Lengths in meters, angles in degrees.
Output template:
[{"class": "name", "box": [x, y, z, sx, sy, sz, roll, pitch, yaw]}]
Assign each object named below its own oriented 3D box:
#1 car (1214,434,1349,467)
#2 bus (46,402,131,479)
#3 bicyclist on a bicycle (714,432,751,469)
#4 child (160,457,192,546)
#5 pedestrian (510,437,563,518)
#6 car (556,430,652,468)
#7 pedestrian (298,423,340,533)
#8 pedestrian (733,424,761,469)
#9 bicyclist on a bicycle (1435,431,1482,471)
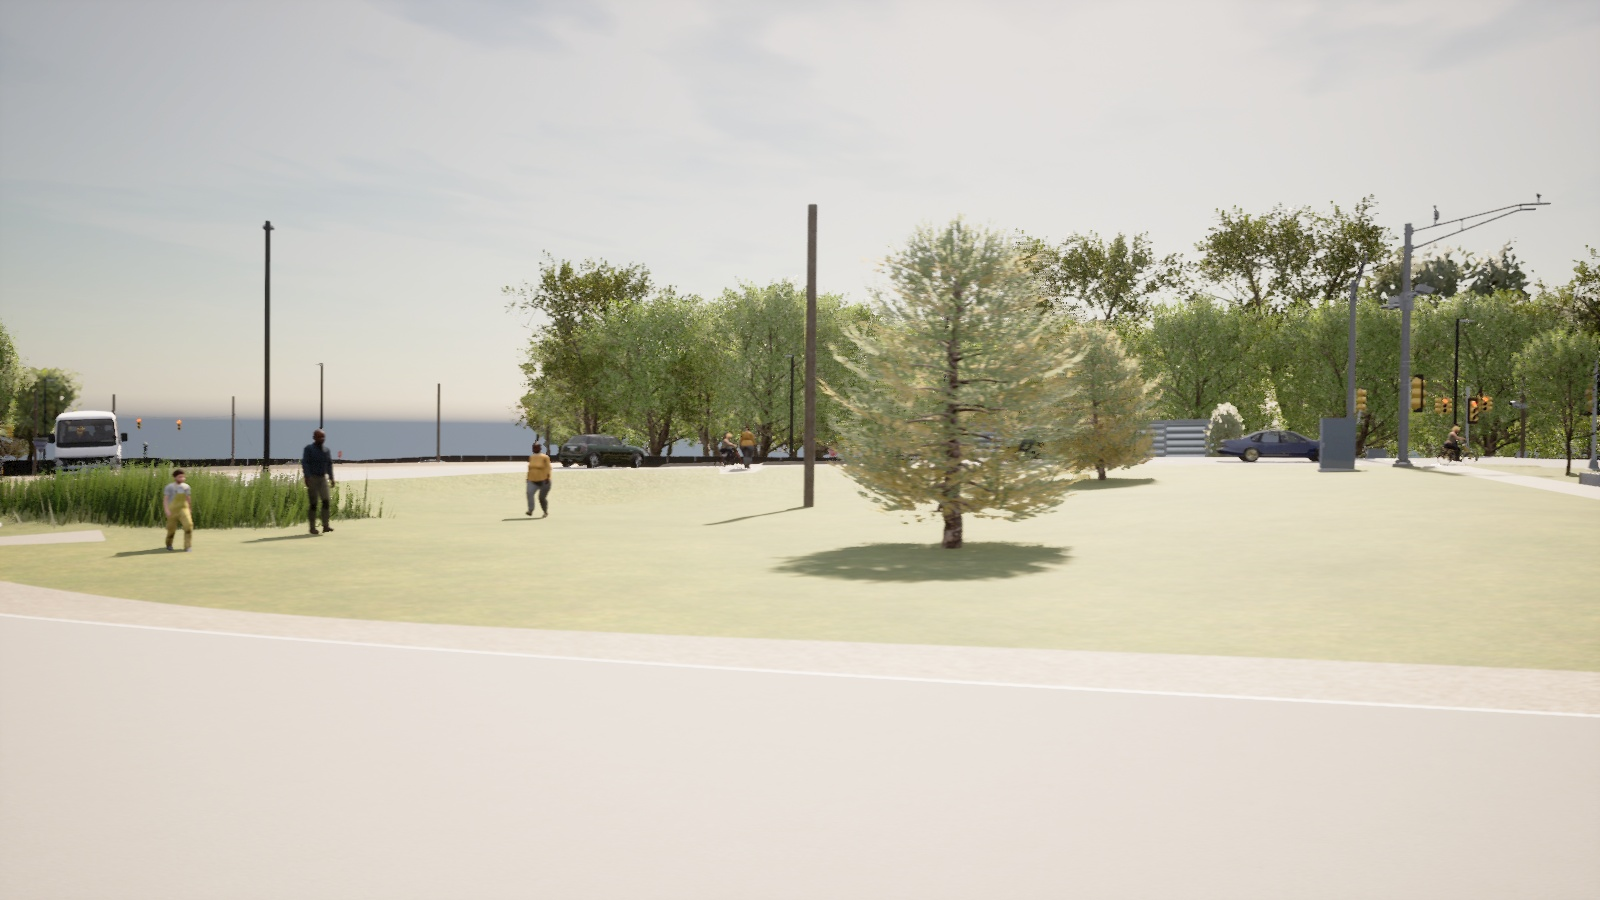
[{"class": "car", "box": [21.438, -0.004, 56.118, 5.357, 1.411, 2.033, 1, 1, 11]}, {"class": "bus", "box": [-42.835, -0.457, 75.948, 3.944, 4.253, 10.273, -2, 0, -28]}, {"class": "bicyclist on a bicycle", "box": [-2.999, 0.035, 55.658, 1.509, 1.612, 0.866, 0, 0, 6]}, {"class": "child", "box": [-9.067, 0.734, 18.244, 0.437, 1.263, 0.270, 2, 2, 44]}, {"class": "pedestrian", "box": [-6.284, 0.638, 29.986, 0.874, 1.855, 0.900, 2, 1, 19]}, {"class": "car", "box": [-9.904, -0.038, 63.674, 2.097, 1.767, 4.553, 2, 0, 38]}, {"class": "pedestrian", "box": [-8.270, 0.470, 21.590, 0.726, 1.835, 0.370, 2, 2, 42]}, {"class": "pedestrian", "box": [-2.256, -0.149, 53.457, 0.874, 1.855, 0.900, 2, 1, 17]}, {"class": "bicyclist on a bicycle", "box": [26.956, 0.035, 51.416, 1.509, 1.612, 0.866, 2, 1, 14]}]
